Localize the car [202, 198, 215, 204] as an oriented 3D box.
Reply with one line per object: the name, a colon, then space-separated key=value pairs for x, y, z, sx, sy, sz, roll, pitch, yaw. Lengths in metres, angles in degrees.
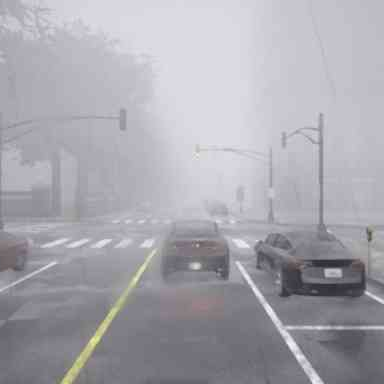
car: x=2.766 y=1.869 z=46.019 sx=1.752 sy=1.417 sz=4.829 roll=0 pitch=0 yaw=0

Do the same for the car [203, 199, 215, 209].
car: x=2.765 y=1.870 z=40.429 sx=1.947 sy=1.339 sz=4.313 roll=0 pitch=0 yaw=0

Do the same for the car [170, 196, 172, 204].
car: x=-5.758 y=1.807 z=67.553 sx=2.192 sy=1.841 sz=5.009 roll=0 pitch=0 yaw=0

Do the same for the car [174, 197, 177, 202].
car: x=-5.755 y=1.913 z=83.813 sx=2.192 sy=1.841 sz=5.009 roll=0 pitch=0 yaw=0

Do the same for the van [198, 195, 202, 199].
van: x=2.769 y=1.869 z=72.952 sx=1.690 sy=1.788 sz=3.998 roll=0 pitch=0 yaw=0

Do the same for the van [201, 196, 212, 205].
van: x=2.766 y=1.722 z=51.271 sx=1.690 sy=1.788 sz=3.998 roll=0 pitch=0 yaw=0

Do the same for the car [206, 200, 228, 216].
car: x=2.764 y=1.830 z=35.008 sx=1.947 sy=1.339 sz=4.313 roll=0 pitch=0 yaw=0

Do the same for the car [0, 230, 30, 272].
car: x=-5.765 y=1.650 z=8.591 sx=1.802 sy=1.307 sz=4.206 roll=0 pitch=0 yaw=0

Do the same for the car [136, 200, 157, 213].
car: x=-5.760 y=1.855 z=40.450 sx=2.008 sy=1.369 sz=4.403 roll=0 pitch=0 yaw=0

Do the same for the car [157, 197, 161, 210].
car: x=-5.760 y=1.784 z=45.870 sx=1.967 sy=1.590 sz=4.097 roll=0 pitch=0 yaw=0

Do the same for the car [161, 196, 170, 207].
car: x=-5.758 y=1.896 z=62.131 sx=1.967 sy=1.590 sz=4.097 roll=0 pitch=0 yaw=0

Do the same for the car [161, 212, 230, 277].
car: x=0.097 y=1.586 z=10.530 sx=1.837 sy=1.490 sz=4.892 roll=0 pitch=-1 yaw=0

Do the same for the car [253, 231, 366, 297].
car: x=2.761 y=1.633 z=8.572 sx=1.947 sy=1.339 sz=4.313 roll=0 pitch=0 yaw=0

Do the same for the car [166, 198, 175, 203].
car: x=-5.754 y=2.198 z=89.232 sx=1.947 sy=1.339 sz=4.313 roll=0 pitch=0 yaw=0
